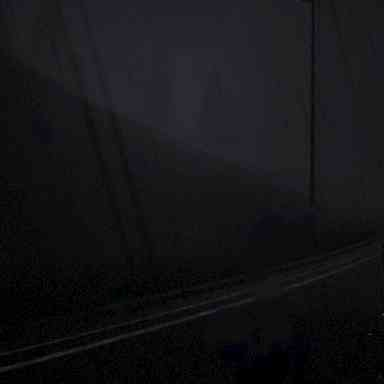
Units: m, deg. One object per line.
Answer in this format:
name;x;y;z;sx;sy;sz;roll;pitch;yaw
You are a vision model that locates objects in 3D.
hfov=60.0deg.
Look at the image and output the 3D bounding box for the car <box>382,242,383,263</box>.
car;7.959;1.681;11.263;1.837;1.490;4.892;1;0;44
